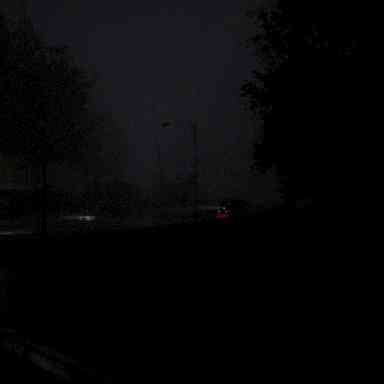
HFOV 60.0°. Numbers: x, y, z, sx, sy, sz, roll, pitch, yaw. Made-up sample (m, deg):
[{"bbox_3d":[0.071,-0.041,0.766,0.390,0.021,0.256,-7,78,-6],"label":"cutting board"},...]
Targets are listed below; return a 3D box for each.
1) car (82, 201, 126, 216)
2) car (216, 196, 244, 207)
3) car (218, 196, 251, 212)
[{"bbox_3d":[-8.436,1.554,32.182,1.994,1.385,4.181,0,0,38],"label":"car"},{"bbox_3d":[5.846,1.382,50.780,2.128,1.511,4.902,0,0,36],"label":"car"},{"bbox_3d":[4.930,1.461,37.721,1.837,1.490,4.892,0,0,37],"label":"car"}]
